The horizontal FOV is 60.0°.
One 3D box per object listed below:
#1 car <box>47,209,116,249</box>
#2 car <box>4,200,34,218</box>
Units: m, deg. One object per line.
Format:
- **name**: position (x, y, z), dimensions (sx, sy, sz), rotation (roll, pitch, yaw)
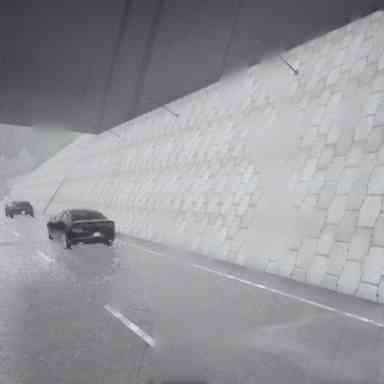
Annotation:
- **car**: position (-5.024, 1.475, 14.691), dimensions (1.882, 1.535, 5.008), rotation (0, 0, -34)
- **car**: position (-15.679, 1.496, 30.179), dimensions (1.837, 1.490, 4.892), rotation (0, -1, -35)
